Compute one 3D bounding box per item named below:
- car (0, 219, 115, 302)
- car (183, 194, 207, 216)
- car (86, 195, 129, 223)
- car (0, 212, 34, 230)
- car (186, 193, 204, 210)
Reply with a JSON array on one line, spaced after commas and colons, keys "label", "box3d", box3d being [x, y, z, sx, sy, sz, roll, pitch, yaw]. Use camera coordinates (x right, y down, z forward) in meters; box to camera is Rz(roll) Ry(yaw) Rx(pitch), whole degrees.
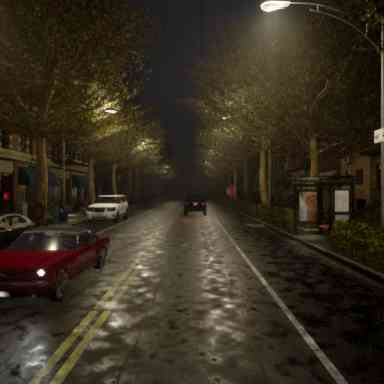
[{"label": "car", "box3d": [-3.541, 1.601, 8.407, 1.895, 1.301, 4.718, 0, 0, 1]}, {"label": "car", "box3d": [0.325, 1.221, 33.056, 2.150, 2.045, 5.566, 0, 0, 0]}, {"label": "car", "box3d": [-6.381, 1.228, 25.734, 2.435, 2.045, 5.566, 0, 0, 0]}, {"label": "car", "box3d": [-7.063, 1.481, 11.372, 2.231, 1.521, 4.892, 0, 0, 0]}, {"label": "car", "box3d": [0.389, 1.221, 43.632, 2.150, 2.045, 5.566, 0, 0, 0]}]
